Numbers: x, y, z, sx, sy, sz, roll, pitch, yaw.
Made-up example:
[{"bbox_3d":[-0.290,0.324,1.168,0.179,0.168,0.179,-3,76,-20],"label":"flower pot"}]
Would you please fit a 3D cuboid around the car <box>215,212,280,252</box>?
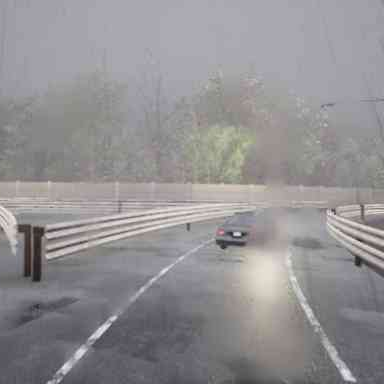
[{"bbox_3d":[2.534,1.568,14.245,2.033,1.411,5.357,1,0,21],"label":"car"}]
